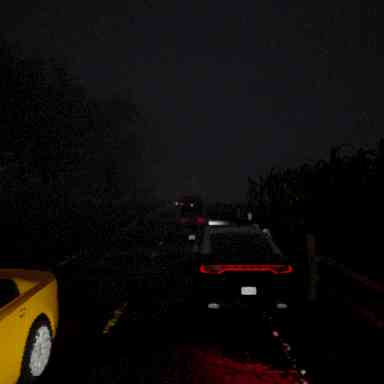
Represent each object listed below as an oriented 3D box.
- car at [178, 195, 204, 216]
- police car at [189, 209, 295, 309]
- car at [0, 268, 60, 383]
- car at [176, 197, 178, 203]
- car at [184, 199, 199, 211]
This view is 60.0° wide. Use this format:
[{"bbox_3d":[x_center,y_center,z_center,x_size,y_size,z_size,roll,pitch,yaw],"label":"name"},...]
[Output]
[{"bbox_3d":[-0.003,1.342,33.756,2.150,2.045,5.566,0,0,0],"label":"car"},{"bbox_3d":[0.945,1.454,8.134,1.930,1.638,5.238,0,0,0],"label":"police car"},{"bbox_3d":[-2.757,1.487,2.583,1.882,1.535,5.008,0,0,0],"label":"car"},{"bbox_3d":[-2.901,1.837,78.749,2.033,1.411,5.357,0,0,0],"label":"car"},{"bbox_3d":[-0.032,1.723,44.515,1.994,1.385,4.181,0,0,0],"label":"car"}]
